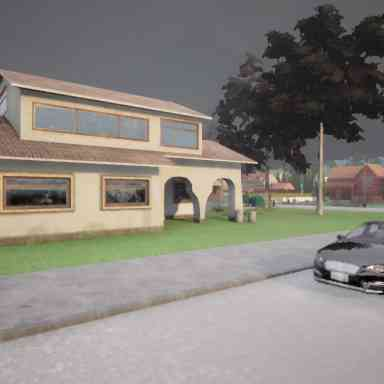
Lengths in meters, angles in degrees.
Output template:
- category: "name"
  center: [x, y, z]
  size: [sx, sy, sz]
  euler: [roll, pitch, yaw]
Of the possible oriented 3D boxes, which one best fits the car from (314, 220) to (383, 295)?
- category: "car"
  center: [5.039, 1.489, 8.424]
  size: [4.902, 1.511, 2.128]
  euler: [0, 0, -37]
